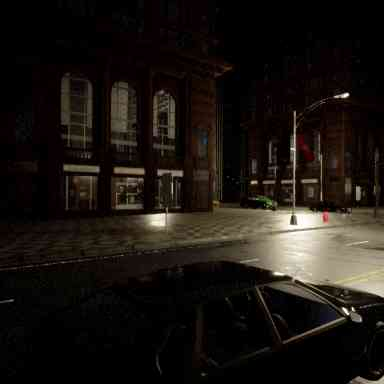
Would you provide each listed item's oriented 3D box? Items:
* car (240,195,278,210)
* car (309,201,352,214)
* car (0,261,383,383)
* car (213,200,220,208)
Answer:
[{"bbox_3d":[8.995,1.442,45.329,2.150,2.045,5.566,1,-1,-36],"label":"car"},{"bbox_3d":[15.161,1.698,36.628,1.812,1.442,4.674,1,-1,-35],"label":"car"},{"bbox_3d":[0.380,1.548,3.712,5.357,1.411,2.033,0,0,-36],"label":"car"},{"bbox_3d":[2.477,1.749,54.538,1.882,1.535,5.008,1,-1,-35],"label":"car"}]
